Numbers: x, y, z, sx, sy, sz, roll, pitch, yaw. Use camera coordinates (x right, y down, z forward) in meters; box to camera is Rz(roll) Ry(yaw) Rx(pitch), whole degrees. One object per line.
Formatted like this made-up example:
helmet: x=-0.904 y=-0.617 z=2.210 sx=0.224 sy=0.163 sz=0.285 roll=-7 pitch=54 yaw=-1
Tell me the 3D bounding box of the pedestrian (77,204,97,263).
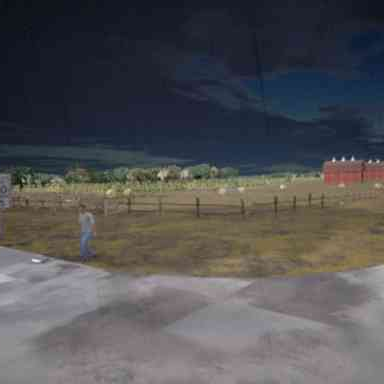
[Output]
pedestrian: x=-3.181 y=1.161 z=9.992 sx=0.375 sy=1.860 sz=0.375 roll=1 pitch=4 yaw=39
